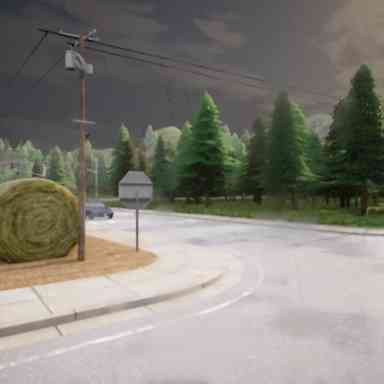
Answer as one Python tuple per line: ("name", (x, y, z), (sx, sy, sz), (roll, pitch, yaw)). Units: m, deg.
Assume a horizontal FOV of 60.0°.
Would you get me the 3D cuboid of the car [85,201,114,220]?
("car", (-8.290, 1.542, 28.198), (1.812, 1.442, 4.674), (0, 0, -38))
